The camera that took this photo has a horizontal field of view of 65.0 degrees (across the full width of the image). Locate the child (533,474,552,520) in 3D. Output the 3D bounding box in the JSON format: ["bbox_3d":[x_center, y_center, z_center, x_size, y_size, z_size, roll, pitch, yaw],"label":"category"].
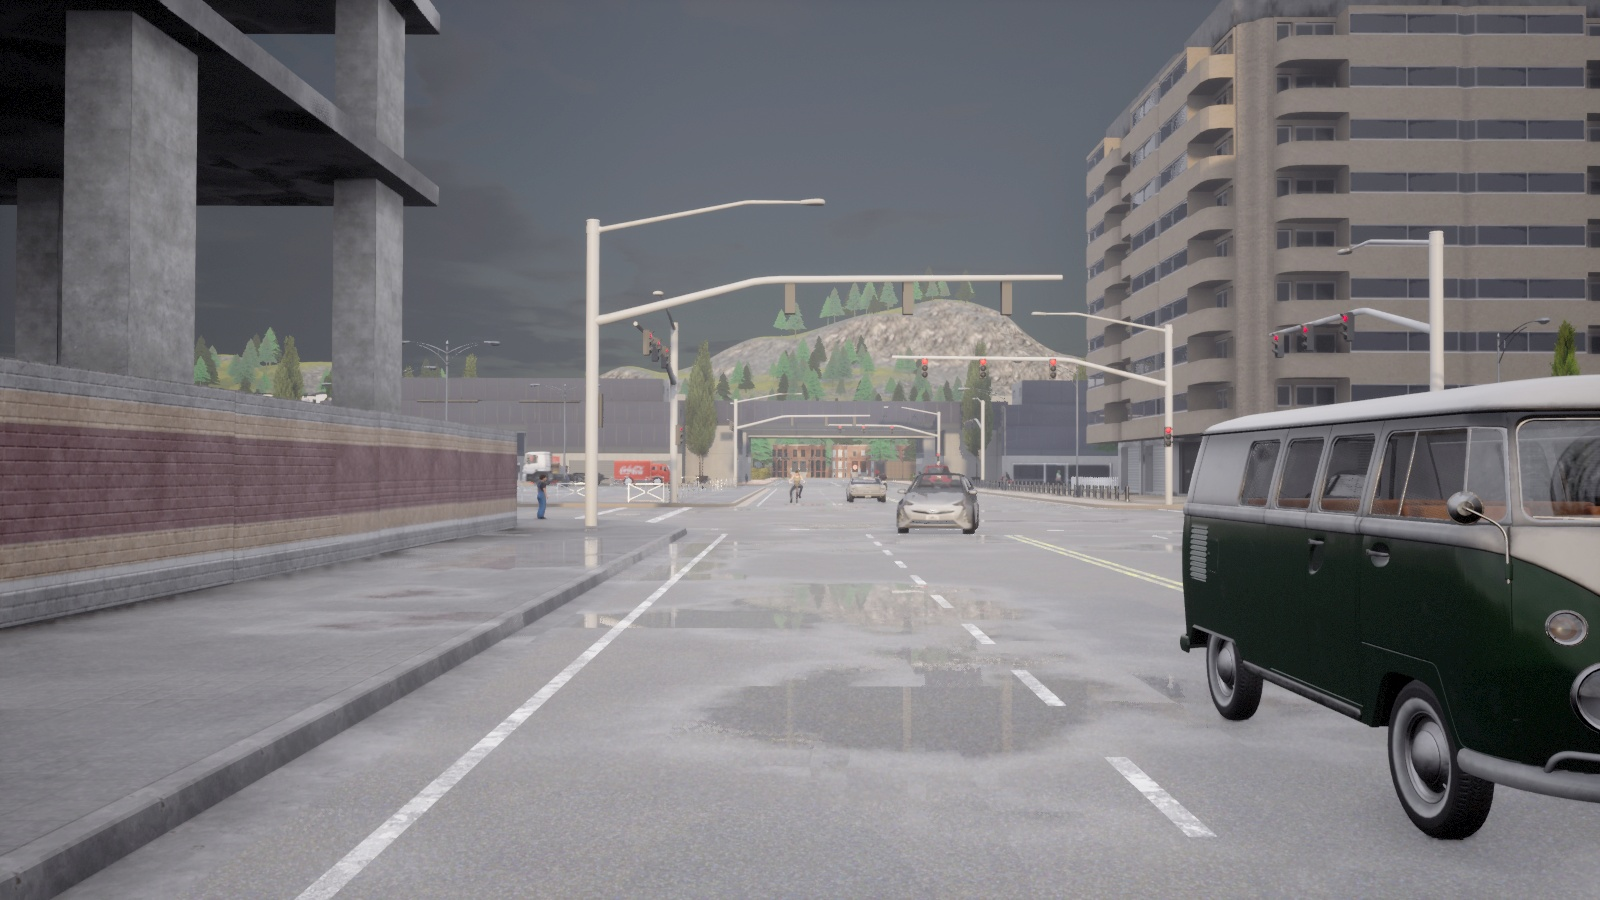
[{"bbox_3d":[-7.162,1.304,34.905,0.437,1.263,0.270,0,-1,-36],"label":"child"}]

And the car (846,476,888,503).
[{"bbox_3d":[3.361,1.973,63.956,1.895,1.301,4.718,0,-1,0],"label":"car"}]

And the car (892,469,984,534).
[{"bbox_3d":[3.633,1.282,32.431,2.007,1.525,4.514,0,-1,11],"label":"car"}]

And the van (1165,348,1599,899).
[{"bbox_3d":[3.485,0.665,6.680,1.775,1.987,4.442,0,-1,0],"label":"van"}]

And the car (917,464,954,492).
[{"bbox_3d":[10.290,2.097,95.813,2.150,2.045,5.566,0,-1,0],"label":"car"}]
